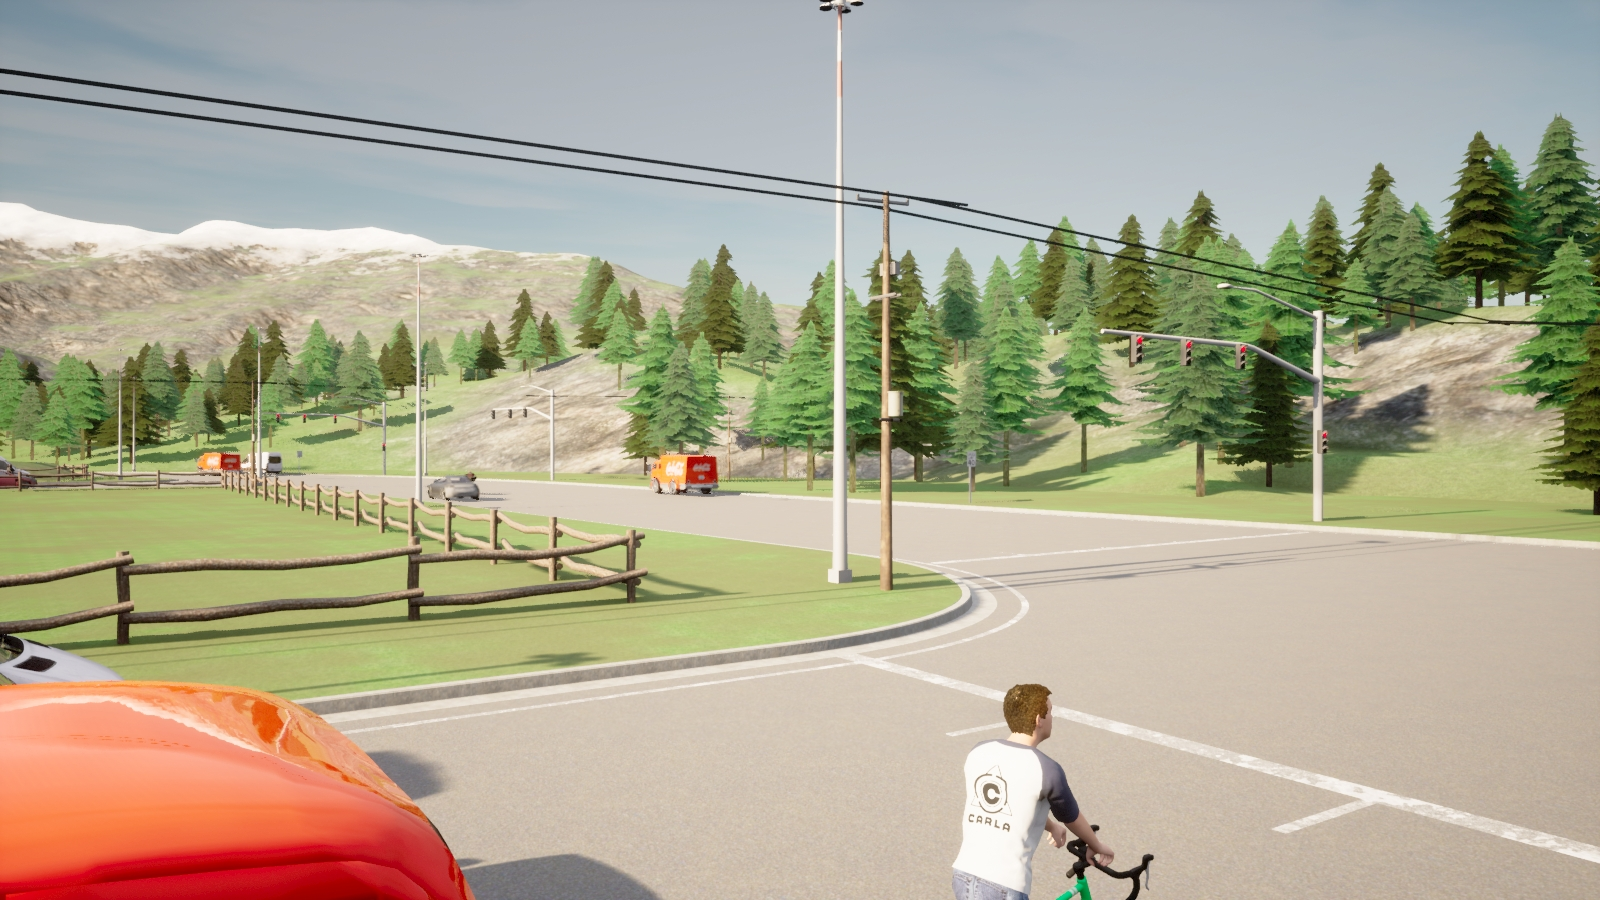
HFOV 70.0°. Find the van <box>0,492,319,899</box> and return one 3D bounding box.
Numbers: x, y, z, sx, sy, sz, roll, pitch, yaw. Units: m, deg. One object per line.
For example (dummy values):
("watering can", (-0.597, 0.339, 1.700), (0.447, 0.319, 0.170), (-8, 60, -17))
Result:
("van", (-5.215, 1.535, 4.399), (5.915, 2.561, 1.988), (0, 0, -35))

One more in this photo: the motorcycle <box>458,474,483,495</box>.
("motorcycle", (-20.883, 2.189, 72.367), (0.867, 1.251, 2.209), (0, 0, -35))

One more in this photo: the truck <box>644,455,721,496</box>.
("truck", (-7.396, 1.545, 71.326), (2.627, 2.467, 5.204), (0, 0, -35))

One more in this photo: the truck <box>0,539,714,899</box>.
("truck", (-3.049, 1.568, 1.730), (5.204, 2.467, 2.627), (0, 0, -34))

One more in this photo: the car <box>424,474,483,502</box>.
("car", (-19.540, 2.105, 64.269), (1.994, 1.385, 4.181), (0, 0, -35))

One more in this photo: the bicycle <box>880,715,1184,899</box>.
("bicycle", (1.060, 2.053, 4.957), (1.643, 1.496, 0.373), (0, 0, -41))

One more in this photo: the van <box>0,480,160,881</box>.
("van", (-7.465, 1.535, 7.097), (5.915, 2.561, 1.988), (0, 0, -35))
